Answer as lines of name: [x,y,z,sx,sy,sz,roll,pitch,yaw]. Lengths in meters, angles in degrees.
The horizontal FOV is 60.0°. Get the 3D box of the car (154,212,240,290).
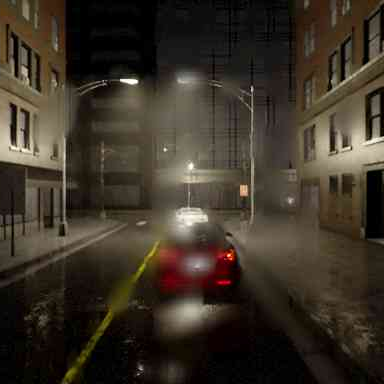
car: [0.109,1.535,9.159,2.163,1.488,4.792,0,0,0]

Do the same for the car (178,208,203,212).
car: [-0.121,1.675,21.675,1.895,1.301,4.718,0,0,-3]
